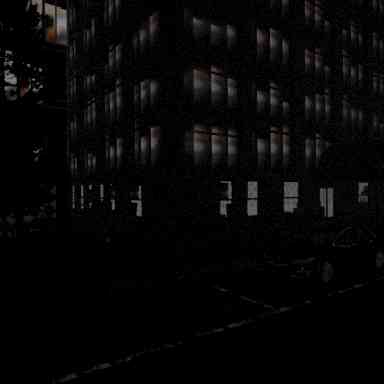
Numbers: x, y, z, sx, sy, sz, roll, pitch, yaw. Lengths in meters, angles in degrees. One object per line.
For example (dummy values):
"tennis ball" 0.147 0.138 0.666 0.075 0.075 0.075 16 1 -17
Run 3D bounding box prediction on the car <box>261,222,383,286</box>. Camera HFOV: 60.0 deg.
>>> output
"car" 3.804 1.551 9.308 4.403 1.369 2.008 0 -1 -36
